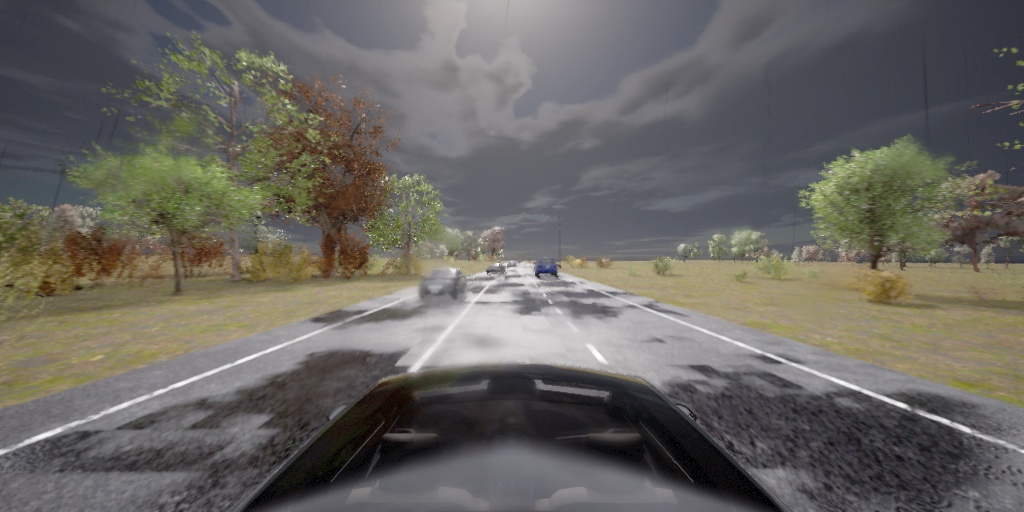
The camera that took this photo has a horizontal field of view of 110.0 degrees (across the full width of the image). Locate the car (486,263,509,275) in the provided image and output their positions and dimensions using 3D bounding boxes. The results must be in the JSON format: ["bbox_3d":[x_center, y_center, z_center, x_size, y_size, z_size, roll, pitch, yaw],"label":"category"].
[{"bbox_3d":[-1.989,1.596,44.821,1.994,1.385,4.181,0,0,7],"label":"car"}]

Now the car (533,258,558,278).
[{"bbox_3d":[3.524,1.206,37.982,2.150,2.045,5.566,0,0,0],"label":"car"}]

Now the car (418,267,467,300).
[{"bbox_3d":[-3.511,1.360,18.796,2.128,1.511,4.902,0,0,0],"label":"car"}]
